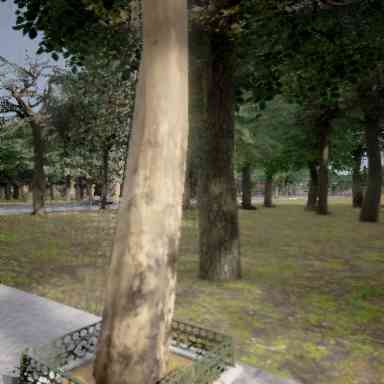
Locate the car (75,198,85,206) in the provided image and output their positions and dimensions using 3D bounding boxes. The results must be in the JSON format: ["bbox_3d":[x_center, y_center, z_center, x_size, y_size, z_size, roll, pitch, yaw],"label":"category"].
[{"bbox_3d":[-17.201,1.666,56.764,2.033,1.411,5.357,0,0,35],"label":"car"}]

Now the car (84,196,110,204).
[{"bbox_3d":[-18.731,1.586,65.827,1.882,1.535,5.008,0,0,36],"label":"car"}]

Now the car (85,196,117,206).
[{"bbox_3d":[-14.553,1.619,54.879,1.837,1.490,4.892,0,0,35],"label":"car"}]
